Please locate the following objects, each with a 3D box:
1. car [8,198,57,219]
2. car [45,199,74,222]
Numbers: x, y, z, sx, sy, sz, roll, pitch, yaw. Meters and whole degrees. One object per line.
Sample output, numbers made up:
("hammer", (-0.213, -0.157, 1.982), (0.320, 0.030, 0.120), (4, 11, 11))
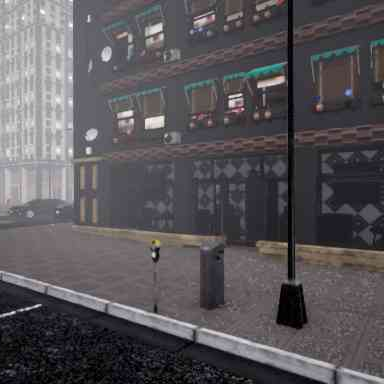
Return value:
("car", (-11.901, 1.239, 26.400), (1.837, 1.490, 4.892), (0, 1, 35))
("car", (-7.336, 1.279, 22.805), (1.947, 1.339, 4.313), (1, 1, 35))
